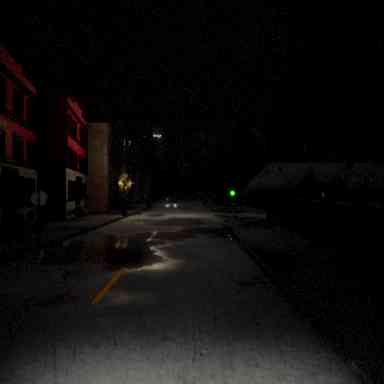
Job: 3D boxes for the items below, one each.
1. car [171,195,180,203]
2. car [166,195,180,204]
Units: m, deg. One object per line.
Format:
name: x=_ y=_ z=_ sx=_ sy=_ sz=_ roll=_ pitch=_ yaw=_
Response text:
car: x=-3.971 y=1.746 z=81.518 sx=2.097 sy=1.767 sz=4.553 roll=0 pitch=0 yaw=0
car: x=-3.986 y=1.468 z=66.084 sx=2.097 sy=1.767 sz=4.553 roll=1 pitch=-1 yaw=0
